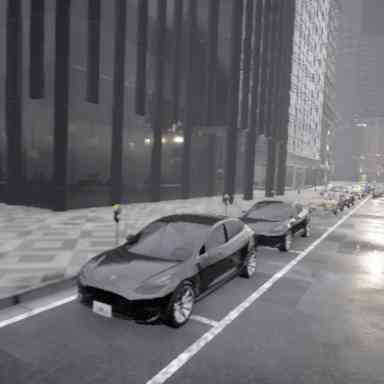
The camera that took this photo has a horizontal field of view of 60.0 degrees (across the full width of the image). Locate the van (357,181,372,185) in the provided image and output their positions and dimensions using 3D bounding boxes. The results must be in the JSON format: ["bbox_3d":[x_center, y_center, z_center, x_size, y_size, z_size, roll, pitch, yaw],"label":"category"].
[{"bbox_3d":[22.865,-0.548,44.958,1.690,1.788,3.998,4,4,31],"label":"van"}]

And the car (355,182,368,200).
[{"bbox_3d":[17.121,0.024,35.314,2.008,1.369,4.403,4,4,31],"label":"car"}]

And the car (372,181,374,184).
[{"bbox_3d":[25.724,-0.526,49.798,1.887,1.381,4.507,4,4,31],"label":"car"}]

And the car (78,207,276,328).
[{"bbox_3d":[-0.086,1.138,6.345,1.947,1.339,4.313,4,4,31],"label":"car"}]

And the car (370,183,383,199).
[{"bbox_3d":[21.221,0.113,36.819,1.994,1.385,4.181,4,4,31],"label":"car"}]

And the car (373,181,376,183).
[{"bbox_3d":[31.463,-0.992,59.449,1.967,1.590,4.097,4,4,31],"label":"car"}]

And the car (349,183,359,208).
[{"bbox_3d":[11.390,0.278,25.650,1.967,1.590,4.097,4,4,31],"label":"car"}]

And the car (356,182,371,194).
[{"bbox_3d":[19.989,-0.158,40.142,2.008,1.369,4.403,4,4,31],"label":"car"}]

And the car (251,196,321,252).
[{"bbox_3d":[2.781,0.954,11.172,1.947,1.339,4.313,4,4,31],"label":"car"}]

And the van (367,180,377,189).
[{"bbox_3d":[40.071,-1.630,73.929,1.690,1.788,3.998,4,4,31],"label":"van"}]

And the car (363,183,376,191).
[{"bbox_3d":[34.326,-1.031,64.286,1.802,1.307,4.206,4,4,31],"label":"car"}]

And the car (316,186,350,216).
[{"bbox_3d":[8.432,0.552,20.681,1.752,1.417,4.829,4,4,31],"label":"car"}]
